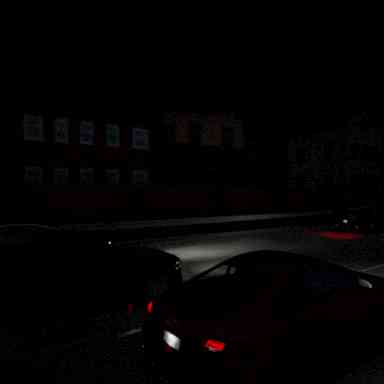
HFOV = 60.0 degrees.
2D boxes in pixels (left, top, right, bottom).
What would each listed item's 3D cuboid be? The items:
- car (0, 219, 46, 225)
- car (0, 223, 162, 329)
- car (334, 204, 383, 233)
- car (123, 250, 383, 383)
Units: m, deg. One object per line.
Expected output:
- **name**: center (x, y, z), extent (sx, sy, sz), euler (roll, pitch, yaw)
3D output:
- **car**: center (-4.519, 1.491, 9.120), extent (4.902, 1.511, 2.128), euler (0, 0, -36)
- **car**: center (-2.509, 1.477, 6.255), extent (5.008, 1.535, 1.882), euler (0, 0, -35)
- **car**: center (10.504, 1.469, 19.835), extent (5.008, 1.535, 1.882), euler (0, 0, -35)
- **car**: center (1.412, 1.562, 4.752), extent (4.181, 1.385, 1.994), euler (0, 0, -36)
